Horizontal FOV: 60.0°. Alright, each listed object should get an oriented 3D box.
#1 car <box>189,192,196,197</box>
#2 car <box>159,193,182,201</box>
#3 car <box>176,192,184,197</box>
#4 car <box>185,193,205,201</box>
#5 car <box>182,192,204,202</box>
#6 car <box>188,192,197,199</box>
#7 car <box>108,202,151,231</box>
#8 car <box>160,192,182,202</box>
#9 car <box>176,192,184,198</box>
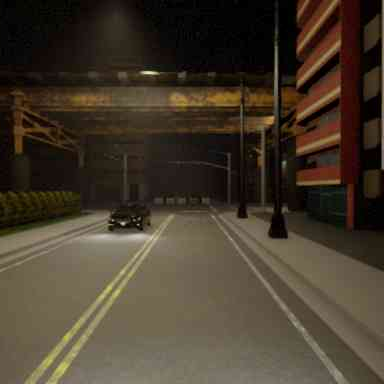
[{"bbox_3d":[0.147,0.690,83.103,1.853,1.218,4.536,0,0,0],"label":"car"},{"bbox_3d":[-3.623,0.882,56.810,1.853,1.218,4.536,0,0,25],"label":"car"},{"bbox_3d":[-3.285,0.628,91.625,1.853,1.218,4.536,0,0,0],"label":"car"},{"bbox_3d":[0.497,0.883,56.504,1.853,1.218,4.536,0,0,-20],"label":"car"},{"bbox_3d":[0.516,1.041,56.457,2.038,1.542,4.974,0,0,-20],"label":"car"},{"bbox_3d":[0.147,0.848,83.052,2.038,1.542,4.974,0,0,0],"label":"car"},{"bbox_3d":[-3.505,1.370,19.337,1.837,1.490,4.892,0,0,0],"label":"car"},{"bbox_3d":[-3.645,1.039,56.764,2.038,1.542,4.974,0,0,25],"label":"car"},{"bbox_3d":[-3.284,0.786,91.574,2.038,1.542,4.974,0,0,0],"label":"car"}]
